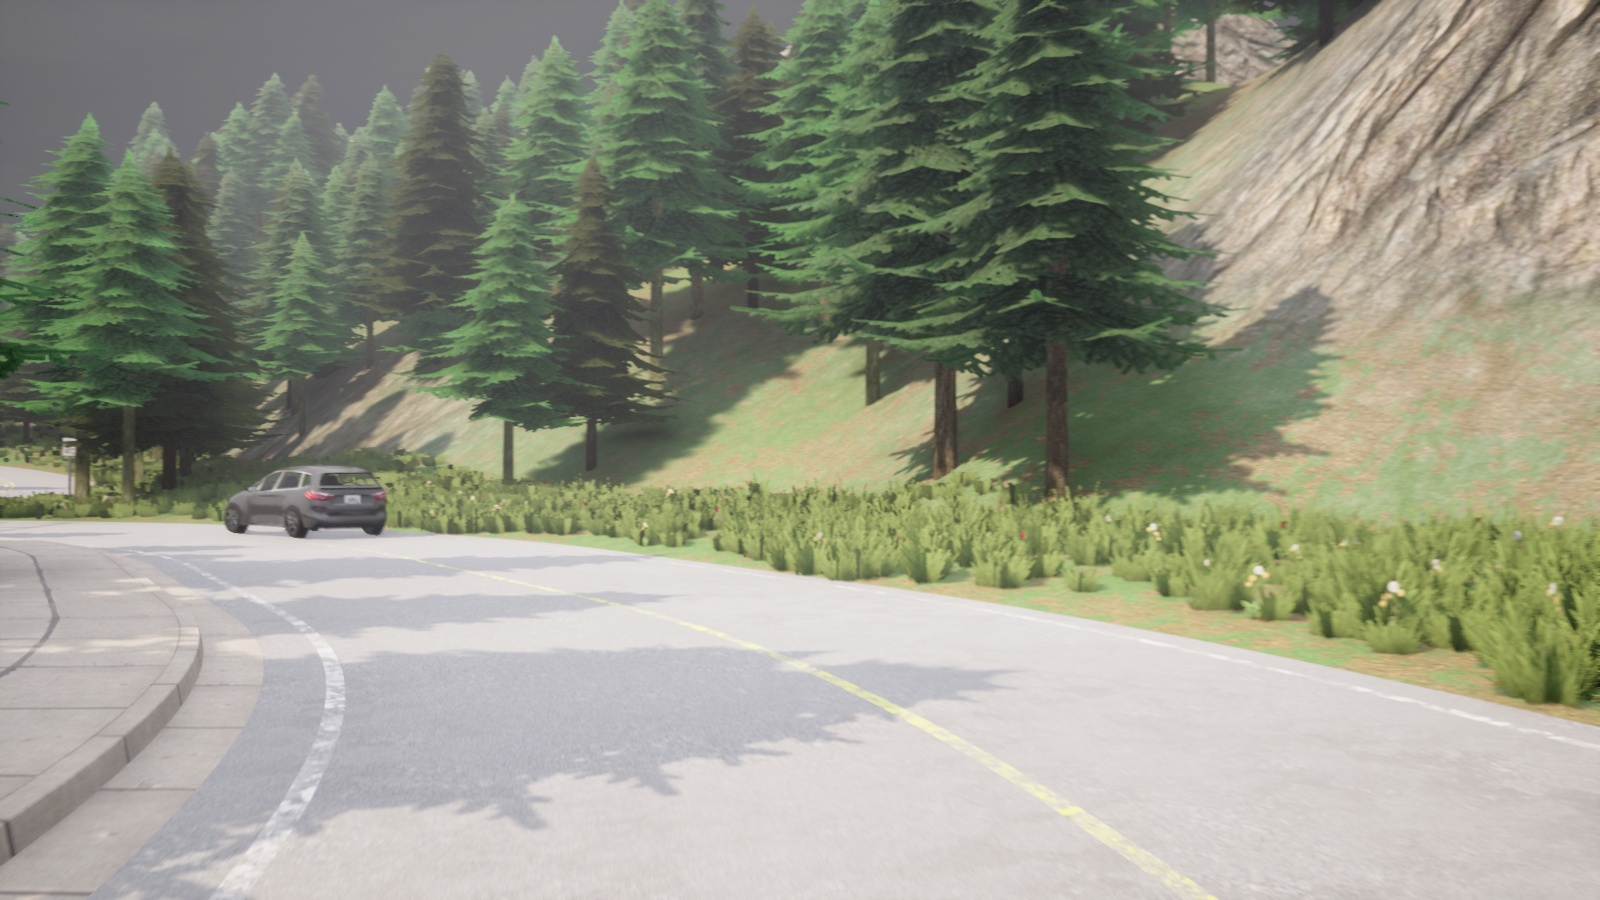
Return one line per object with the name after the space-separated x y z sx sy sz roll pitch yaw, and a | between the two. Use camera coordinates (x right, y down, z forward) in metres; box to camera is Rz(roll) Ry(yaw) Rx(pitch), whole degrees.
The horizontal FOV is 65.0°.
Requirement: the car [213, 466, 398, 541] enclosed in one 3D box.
-11.974 1.230 30.275 4.611 1.667 2.242 -1 -1 41 | car
